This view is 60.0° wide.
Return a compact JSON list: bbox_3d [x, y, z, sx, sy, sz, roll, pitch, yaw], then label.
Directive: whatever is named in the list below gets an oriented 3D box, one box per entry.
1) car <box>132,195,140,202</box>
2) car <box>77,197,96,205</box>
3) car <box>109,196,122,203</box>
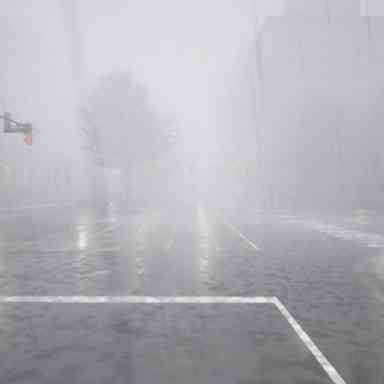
[{"bbox_3d":[-11.670,1.433,66.286,1.882,1.535,5.008,0,0,0],"label":"car"},{"bbox_3d":[-18.385,1.556,58.002,1.895,1.301,4.718,0,0,0],"label":"car"},{"bbox_3d":[-15.167,1.515,66.219,1.994,1.385,4.181,0,0,0],"label":"car"}]
